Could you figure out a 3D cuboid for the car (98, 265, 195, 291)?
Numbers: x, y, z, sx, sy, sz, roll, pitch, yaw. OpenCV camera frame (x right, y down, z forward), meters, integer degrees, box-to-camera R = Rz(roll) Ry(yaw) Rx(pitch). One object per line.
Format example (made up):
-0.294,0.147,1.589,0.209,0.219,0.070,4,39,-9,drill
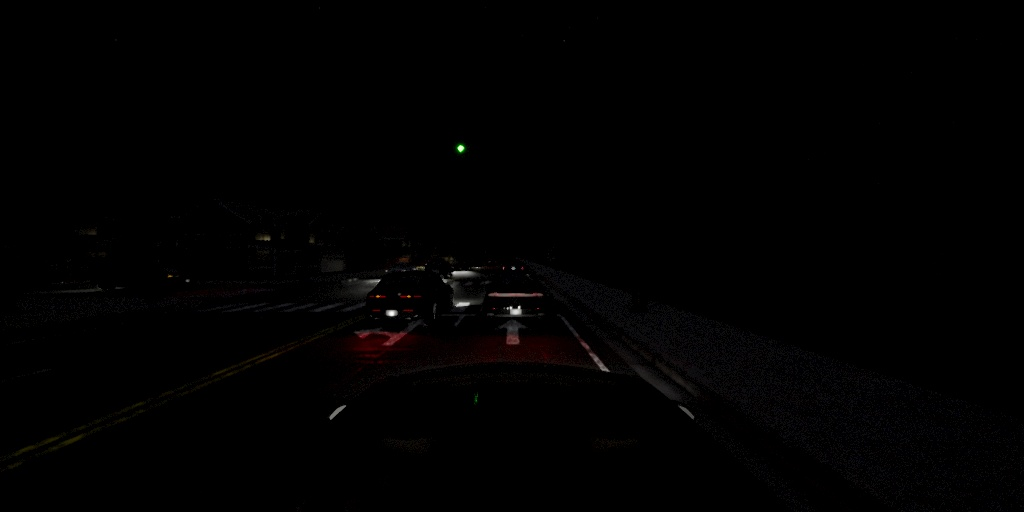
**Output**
-21.503,1.279,21.246,4.674,1.442,1.812,0,0,1,car

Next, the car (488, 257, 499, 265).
-3.255,1.166,63.139,1.812,1.442,4.674,0,0,0,car

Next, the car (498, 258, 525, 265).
0.098,1.056,32.568,2.097,1.767,4.553,0,0,0,car

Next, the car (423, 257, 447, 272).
-9.840,1.028,45.957,2.097,1.767,4.553,0,0,0,car

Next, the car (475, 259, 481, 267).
-6.521,1.187,62.855,2.033,1.411,5.357,0,0,1,car

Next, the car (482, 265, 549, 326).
0.100,1.229,11.685,2.128,1.511,4.902,0,0,0,car

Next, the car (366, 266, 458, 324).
-3.152,1.242,11.815,1.837,1.490,4.892,0,0,0,car

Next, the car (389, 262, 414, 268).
-9.837,1.231,32.137,1.812,1.442,4.674,0,0,0,car

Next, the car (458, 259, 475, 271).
-6.593,1.272,48.148,1.895,1.301,4.718,0,0,0,car

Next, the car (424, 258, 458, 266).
-6.599,1.192,32.940,2.128,1.511,4.902,0,0,0,car
